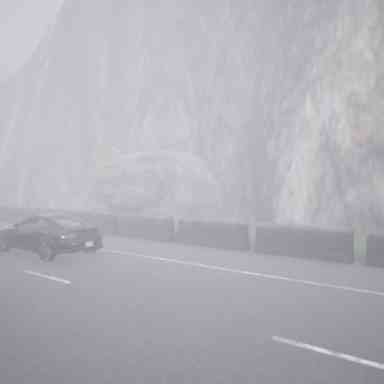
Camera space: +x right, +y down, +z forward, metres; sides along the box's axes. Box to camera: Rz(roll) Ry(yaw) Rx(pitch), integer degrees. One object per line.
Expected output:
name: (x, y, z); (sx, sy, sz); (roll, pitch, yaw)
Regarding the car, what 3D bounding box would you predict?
car: (-5.155, 1.484, 11.973); (4.674, 1.442, 1.812); (0, 0, 36)
